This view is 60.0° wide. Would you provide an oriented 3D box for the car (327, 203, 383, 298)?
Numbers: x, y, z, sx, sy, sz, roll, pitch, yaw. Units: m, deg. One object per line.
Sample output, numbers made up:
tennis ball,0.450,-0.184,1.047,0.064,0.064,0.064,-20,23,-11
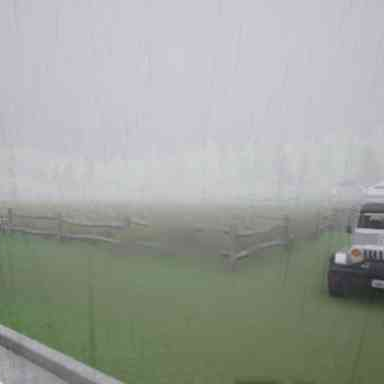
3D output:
car,4.391,1.213,7.397,1.905,1.878,3.866,0,0,35
